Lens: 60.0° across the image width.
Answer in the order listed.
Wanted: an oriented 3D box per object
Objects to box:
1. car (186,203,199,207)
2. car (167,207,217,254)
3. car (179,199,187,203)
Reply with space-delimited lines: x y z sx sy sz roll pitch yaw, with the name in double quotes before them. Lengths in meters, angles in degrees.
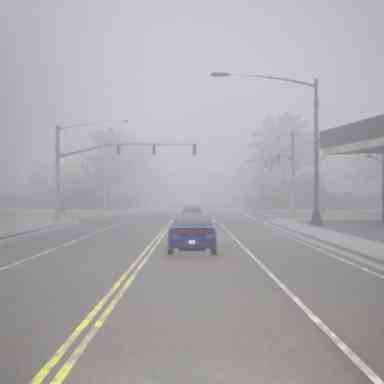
"car" 0.016 1.872 28.516 1.994 1.385 4.181 0 -1 1
"car" 0.024 1.632 14.241 1.882 1.535 5.008 0 0 1
"car" -2.496 2.573 95.129 1.994 1.385 4.181 0 -1 0
